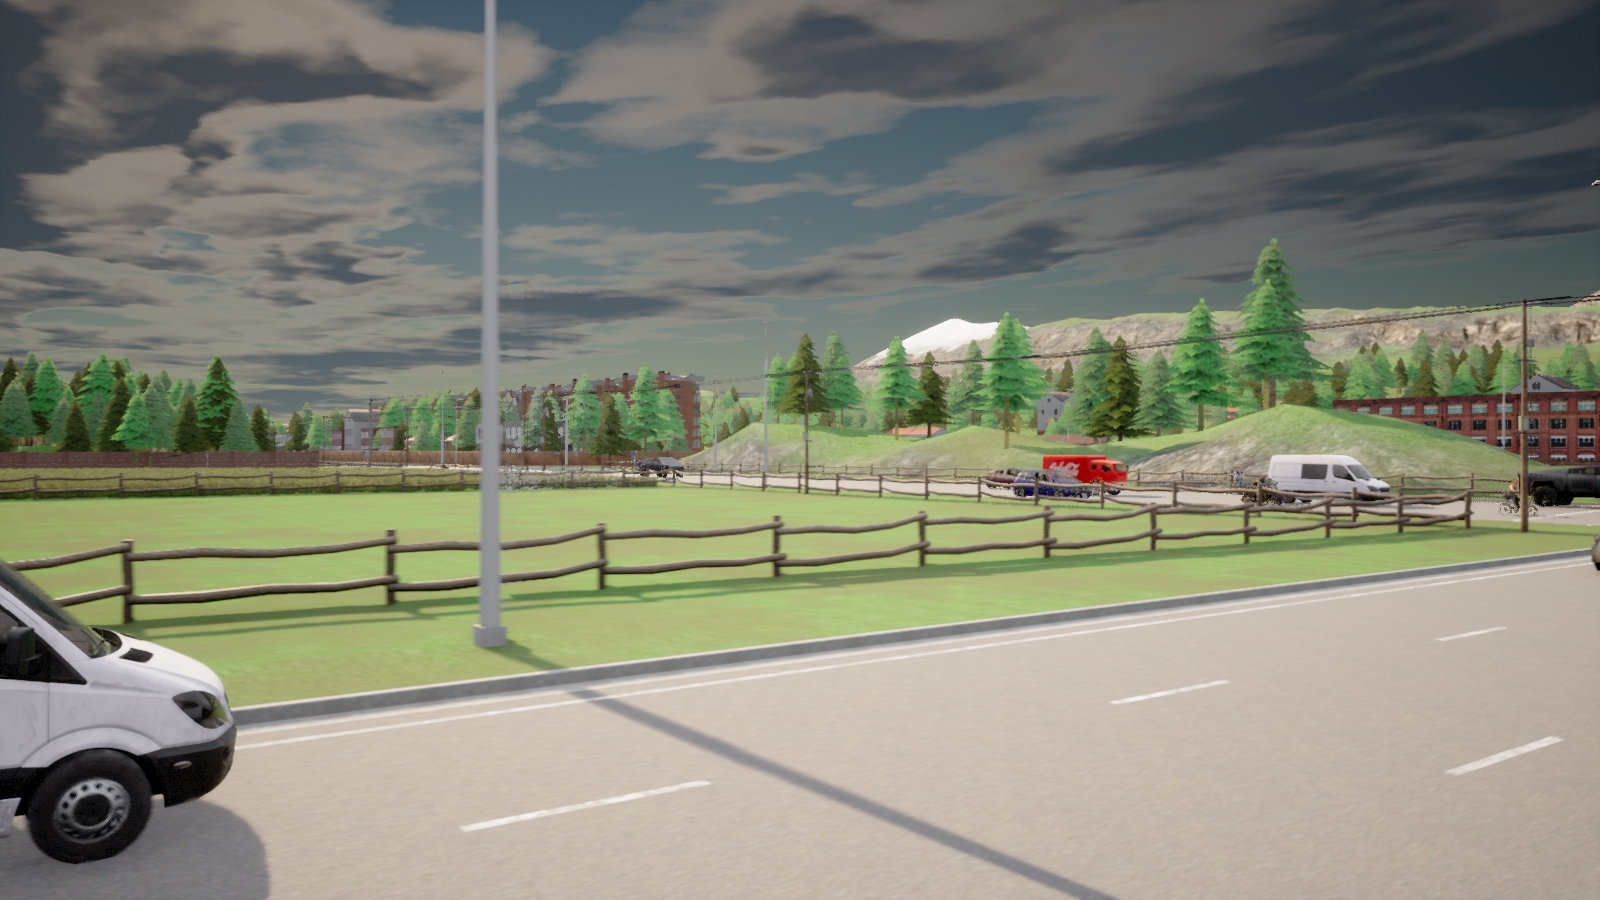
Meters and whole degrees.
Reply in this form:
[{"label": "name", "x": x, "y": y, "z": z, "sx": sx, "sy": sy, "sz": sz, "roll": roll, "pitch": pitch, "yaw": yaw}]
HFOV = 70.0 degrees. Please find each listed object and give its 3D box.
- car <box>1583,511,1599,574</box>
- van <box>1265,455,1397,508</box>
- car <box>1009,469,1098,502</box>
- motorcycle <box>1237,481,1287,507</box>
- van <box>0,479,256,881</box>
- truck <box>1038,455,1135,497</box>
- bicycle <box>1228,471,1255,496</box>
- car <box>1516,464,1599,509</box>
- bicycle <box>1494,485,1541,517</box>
[{"label": "car", "x": 20.240, "y": 2.119, "z": 26.636, "sx": 4.181, "sy": 1.385, "sz": 1.994, "roll": 0, "pitch": 0, "yaw": -36}, {"label": "van", "x": 27.167, "y": 1.535, "z": 58.654, "sx": 1.988, "sy": 2.561, "sz": 5.915, "roll": 0, "pitch": 0, "yaw": -36}, {"label": "car", "x": 14.269, "y": 1.969, "z": 64.569, "sx": 2.242, "sy": 1.667, "sz": 4.611, "roll": 0, "pitch": 0, "yaw": -36}, {"label": "motorcycle", "x": 23.399, "y": 2.206, "z": 57.903, "sx": 0.867, "sy": 1.251, "sz": 2.209, "roll": 0, "pitch": 0, "yaw": -36}, {"label": "van", "x": -6.963, "y": 1.535, "z": 7.452, "sx": 5.915, "sy": 2.561, "sz": 1.988, "roll": 0, "pitch": 0, "yaw": -35}, {"label": "truck", "x": 17.762, "y": 1.560, "z": 71.019, "sx": 2.627, "sy": 2.467, "sz": 5.204, "roll": 0, "pitch": 1, "yaw": -41}, {"label": "bicycle", "x": 27.250, "y": 2.057, "z": 70.514, "sx": 0.373, "sy": 1.496, "sz": 1.643, "roll": 0, "pitch": 0, "yaw": -36}, {"label": "car", "x": 38.465, "y": 1.754, "z": 55.066, "sx": 2.390, "sy": 2.098, "sz": 6.274, "roll": 0, "pitch": 0, "yaw": -37}, {"label": "bicycle", "x": 30.367, "y": 2.159, "z": 48.345, "sx": 0.859, "sy": 1.276, "sz": 1.487, "roll": 0, "pitch": 0, "yaw": -37}]
